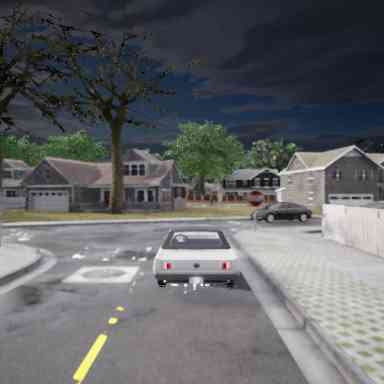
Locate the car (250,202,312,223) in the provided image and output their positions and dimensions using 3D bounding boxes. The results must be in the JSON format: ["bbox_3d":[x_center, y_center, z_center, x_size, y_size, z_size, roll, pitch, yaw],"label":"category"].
[{"bbox_3d":[6.780,1.531,25.317,4.892,1.490,1.837,0,0,-19],"label":"car"}]

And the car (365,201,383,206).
[{"bbox_3d":[15.857,1.569,28.403,4.892,1.490,1.837,0,0,-17],"label":"car"}]

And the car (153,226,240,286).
[{"bbox_3d":[0.099,1.594,9.310,1.895,1.301,4.718,0,0,0],"label":"car"}]
